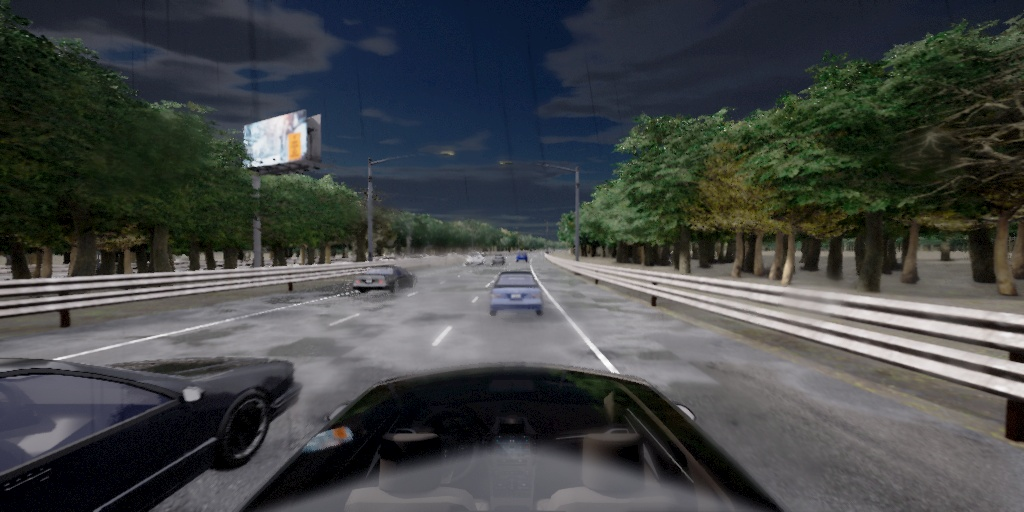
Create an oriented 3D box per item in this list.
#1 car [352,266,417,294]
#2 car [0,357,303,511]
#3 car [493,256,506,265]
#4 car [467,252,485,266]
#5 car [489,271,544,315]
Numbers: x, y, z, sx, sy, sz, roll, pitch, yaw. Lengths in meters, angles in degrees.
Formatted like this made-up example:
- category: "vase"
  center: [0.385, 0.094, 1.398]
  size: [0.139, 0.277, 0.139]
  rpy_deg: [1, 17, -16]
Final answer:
- category: "car"
  center: [-6.817, 1.258, 19.764]
  size: [2.033, 1.411, 5.357]
  rpy_deg: [0, 0, 1]
- category: "car"
  center: [-3.434, 1.297, 1.792]
  size: [2.033, 1.411, 5.357]
  rpy_deg: [0, 0, 0]
- category: "car"
  center: [-2.084, 0.667, 58.661]
  size: [2.128, 1.511, 4.902]
  rpy_deg: [0, 1, 3]
- category: "car"
  center: [-5.689, 0.431, 56.903]
  size: [2.150, 2.045, 5.566]
  rpy_deg: [0, 1, 3]
- category: "car"
  center: [0.163, 1.278, 13.498]
  size: [2.033, 1.411, 5.357]
  rpy_deg: [0, 0, 1]
